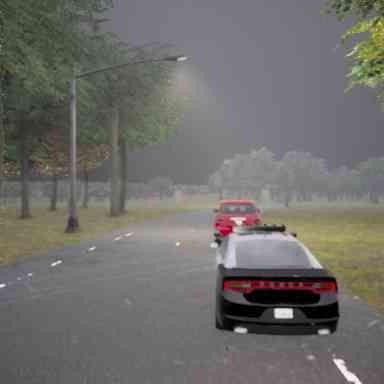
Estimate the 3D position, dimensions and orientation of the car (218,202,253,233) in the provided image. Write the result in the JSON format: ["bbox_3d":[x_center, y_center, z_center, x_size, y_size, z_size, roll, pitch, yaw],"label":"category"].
[{"bbox_3d":[2.978,1.633,22.757,2.097,1.767,4.553,0,-1,8],"label":"car"}]

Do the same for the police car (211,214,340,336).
[{"bbox_3d":[1.427,1.503,7.174,1.930,1.638,5.238,0,-1,4],"label":"police car"}]

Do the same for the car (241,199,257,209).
[{"bbox_3d":[10.439,2.209,60.617,2.097,1.767,4.553,0,-1,18],"label":"car"}]

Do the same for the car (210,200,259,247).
[{"bbox_3d":[2.268,1.430,16.935,2.150,2.045,5.566,0,-1,6],"label":"car"}]

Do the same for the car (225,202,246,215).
[{"bbox_3d":[5.790,2.120,43.518,2.033,1.411,5.357,0,-1,14],"label":"car"}]
